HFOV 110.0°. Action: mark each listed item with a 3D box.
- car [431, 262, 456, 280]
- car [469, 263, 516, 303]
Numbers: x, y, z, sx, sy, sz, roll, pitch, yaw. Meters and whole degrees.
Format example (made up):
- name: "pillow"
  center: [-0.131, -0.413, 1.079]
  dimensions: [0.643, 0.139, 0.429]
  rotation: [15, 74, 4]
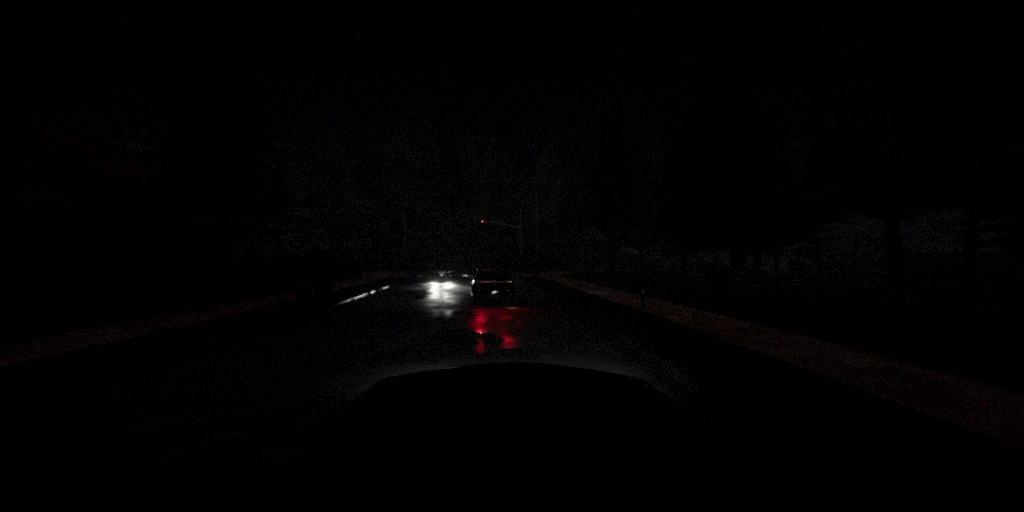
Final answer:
- name: "car"
  center: [-5.895, 1.269, 31.258]
  dimensions: [2.128, 1.511, 4.902]
  rotation: [0, 0, -6]
- name: "car"
  center: [-0.934, 1.243, 16.666]
  dimensions: [2.128, 1.511, 4.902]
  rotation: [0, 0, -6]
